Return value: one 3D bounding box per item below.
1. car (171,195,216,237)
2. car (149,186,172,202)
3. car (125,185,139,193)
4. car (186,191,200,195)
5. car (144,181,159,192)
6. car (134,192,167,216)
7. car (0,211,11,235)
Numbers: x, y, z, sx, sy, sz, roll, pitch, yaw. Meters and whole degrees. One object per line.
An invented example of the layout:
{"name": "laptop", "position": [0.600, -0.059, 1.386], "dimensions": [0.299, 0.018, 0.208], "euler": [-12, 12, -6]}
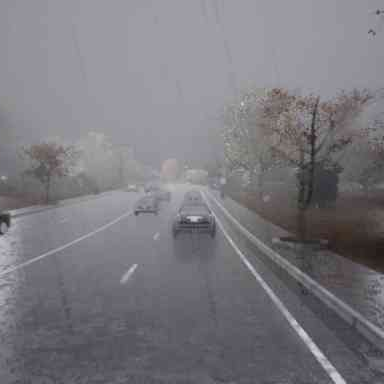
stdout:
{"name": "car", "position": [0.107, 1.272, 17.654], "dimensions": [2.097, 1.767, 4.553], "euler": [0, 1, 0]}
{"name": "car", "position": [-3.459, 0.418, 39.828], "dimensions": [2.033, 1.411, 5.357], "euler": [0, 3, 1]}
{"name": "car", "position": [-10.518, -0.577, 58.958], "dimensions": [1.812, 1.442, 4.674], "euler": [0, 3, 1]}
{"name": "car", "position": [0.114, 0.623, 35.788], "dimensions": [2.033, 1.411, 5.357], "euler": [0, 3, 0]}
{"name": "car", "position": [-7.016, -0.875, 58.874], "dimensions": [2.150, 2.045, 5.566], "euler": [0, 3, 1]}
{"name": "car", "position": [-3.487, 1.069, 27.010], "dimensions": [2.033, 1.411, 5.357], "euler": [0, 3, 0]}
{"name": "car", "position": [-10.586, 1.440, 15.639], "dimensions": [1.882, 1.535, 5.008], "euler": [0, 1, 0]}
